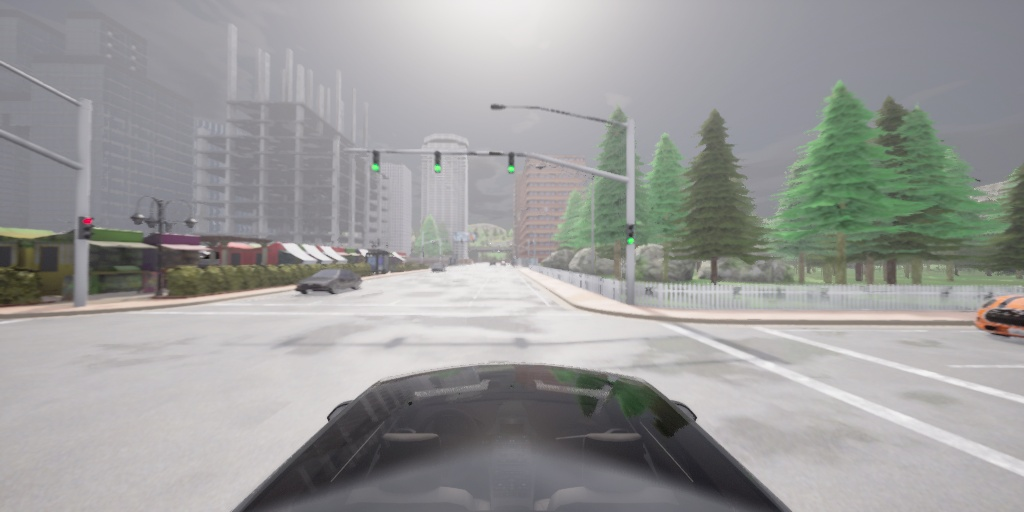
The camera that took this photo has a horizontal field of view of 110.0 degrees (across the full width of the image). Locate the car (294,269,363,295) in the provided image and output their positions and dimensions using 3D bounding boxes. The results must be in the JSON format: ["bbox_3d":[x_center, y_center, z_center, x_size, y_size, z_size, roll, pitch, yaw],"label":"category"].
[{"bbox_3d":[-10.789,1.477,21.658,2.033,1.411,5.357,0,-1,-2],"label":"car"}]

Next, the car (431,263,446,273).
[{"bbox_3d":[-11.741,1.856,57.554,1.837,1.490,4.892,0,1,-2],"label":"car"}]

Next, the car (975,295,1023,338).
[{"bbox_3d":[14.527,1.268,8.726,4.553,1.767,2.097,0,-1,0],"label":"car"}]
